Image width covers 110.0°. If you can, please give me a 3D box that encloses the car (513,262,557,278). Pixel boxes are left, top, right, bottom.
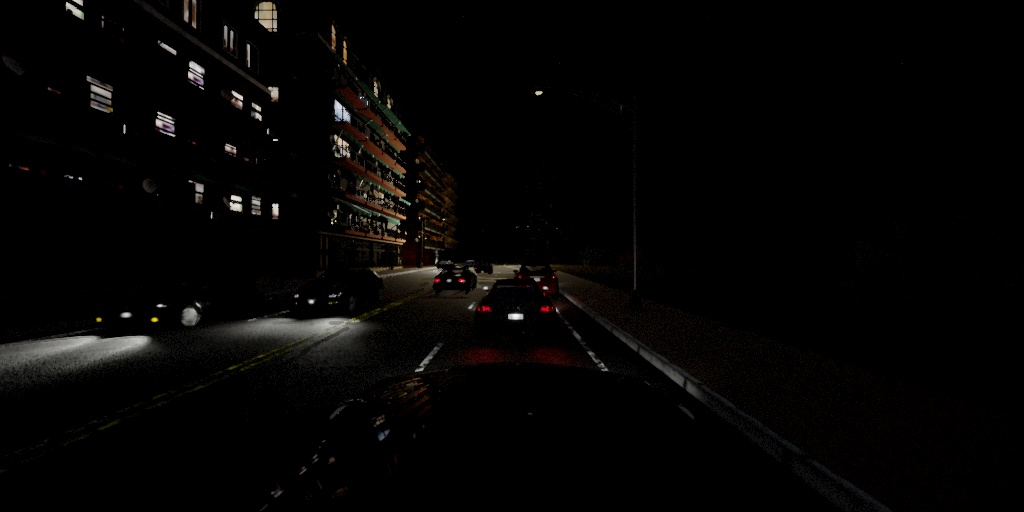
[{"bbox_3d":[1.146,1.103,18.548,2.097,1.767,4.553,0,0,0],"label":"car"}]

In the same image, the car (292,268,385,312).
[{"bbox_3d":[-6.594,1.256,14.207,1.837,1.490,4.892,0,0,0],"label":"car"}]

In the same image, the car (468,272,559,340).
[{"bbox_3d":[0.099,1.315,9.967,1.994,1.385,4.181,0,0,0],"label":"car"}]

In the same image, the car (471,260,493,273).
[{"bbox_3d":[-3.128,1.353,40.285,1.895,1.301,4.718,0,0,0],"label":"car"}]

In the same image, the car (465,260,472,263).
[{"bbox_3d":[-6.559,1.314,56.661,1.994,1.385,4.181,0,0,0],"label":"car"}]

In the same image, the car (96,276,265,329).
[{"bbox_3d":[-9.846,1.315,11.136,1.994,1.385,4.181,0,0,0],"label":"car"}]

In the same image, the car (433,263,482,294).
[{"bbox_3d":[-3.134,1.300,20.462,2.033,1.411,5.357,0,0,0],"label":"car"}]

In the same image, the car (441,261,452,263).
[{"bbox_3d":[-9.818,1.352,52.803,1.895,1.301,4.718,0,0,0],"label":"car"}]
